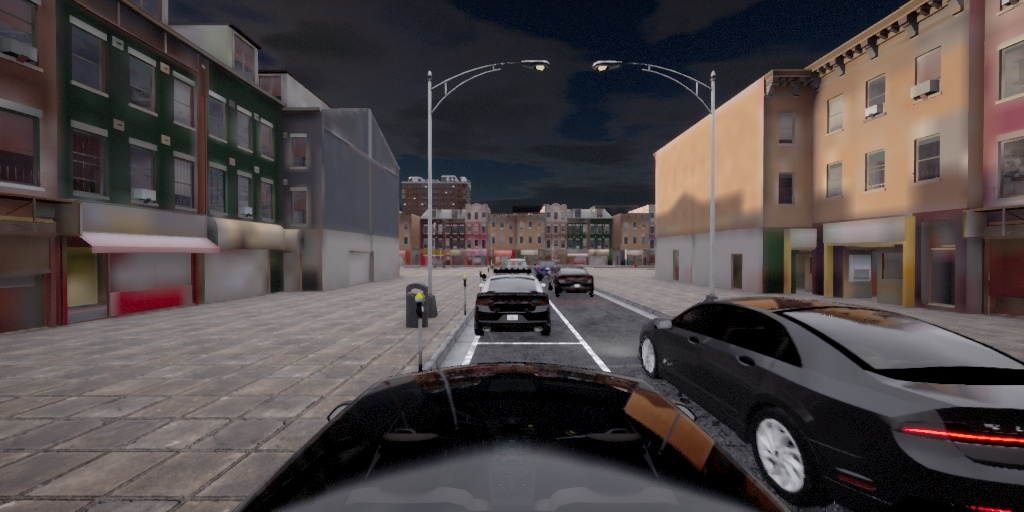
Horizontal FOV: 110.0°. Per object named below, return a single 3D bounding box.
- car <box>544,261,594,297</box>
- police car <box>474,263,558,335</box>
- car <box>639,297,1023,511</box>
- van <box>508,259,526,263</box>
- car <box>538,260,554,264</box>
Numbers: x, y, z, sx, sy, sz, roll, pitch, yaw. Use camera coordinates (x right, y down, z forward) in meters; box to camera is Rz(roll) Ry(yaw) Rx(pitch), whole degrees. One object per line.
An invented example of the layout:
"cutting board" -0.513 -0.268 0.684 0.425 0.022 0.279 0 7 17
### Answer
"car" 3.019 1.228 19.107 1.882 1.535 5.008 0 0 0
"police car" 0.012 1.174 10.611 1.930 1.638 5.238 0 0 0
"car" 3.112 1.252 4.353 1.837 1.490 4.892 0 -1 0
"van" 0.382 1.095 27.349 1.690 1.789 3.998 0 0 0
"car" 3.114 1.110 33.220 2.097 1.767 4.553 0 0 0
